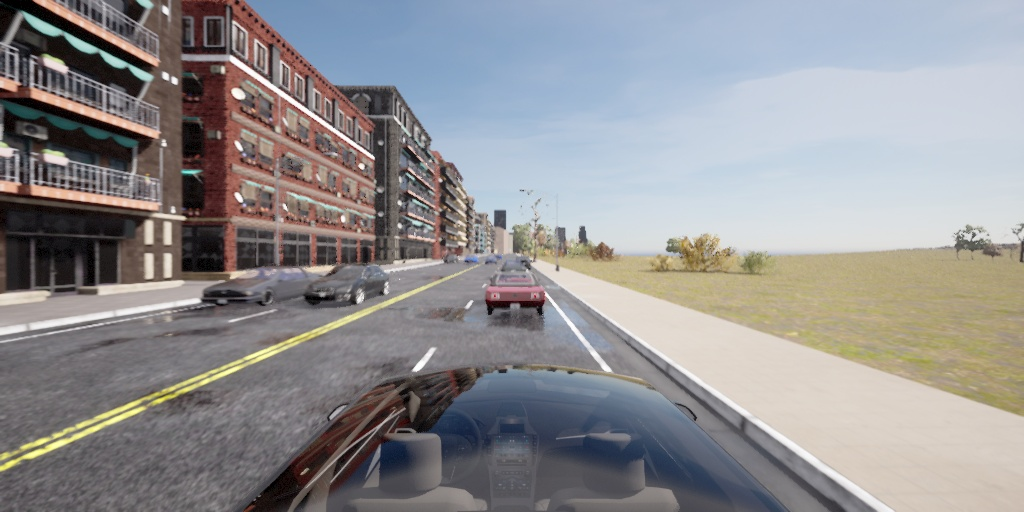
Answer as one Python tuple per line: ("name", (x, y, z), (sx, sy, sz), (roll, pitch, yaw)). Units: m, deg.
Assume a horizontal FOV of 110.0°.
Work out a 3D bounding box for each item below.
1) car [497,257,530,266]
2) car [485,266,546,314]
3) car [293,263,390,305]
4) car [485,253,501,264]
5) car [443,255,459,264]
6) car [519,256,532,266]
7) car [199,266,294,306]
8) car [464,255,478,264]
("car", (0.098, 0.983, 27.516), (1.994, 1.385, 4.181), (0, 1, 0))
("car", (0.098, 1.205, 13.048), (1.895, 1.301, 4.718), (0, 1, 0))
("car", (-6.598, 1.085, 14.929), (1.837, 1.490, 4.892), (0, 1, 0))
("car", (-3.253, 0.585, 56.911), (2.033, 1.411, 5.357), (0, 1, 0))
("car", (-9.796, 0.531, 57.721), (1.837, 1.490, 4.892), (0, 1, 1))
("car", (1.133, 0.767, 39.714), (1.837, 1.490, 4.892), (0, 1, 0))
("car", (-9.850, 1.128, 14.847), (2.033, 1.411, 5.357), (0, 1, 0))
("car", (-6.546, 0.504, 57.731), (1.882, 1.535, 5.008), (0, 1, 1))
